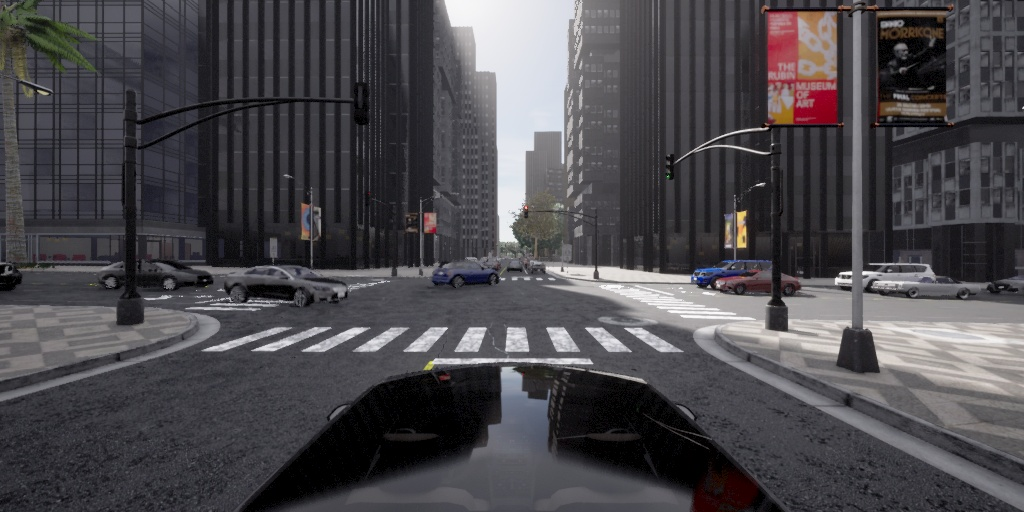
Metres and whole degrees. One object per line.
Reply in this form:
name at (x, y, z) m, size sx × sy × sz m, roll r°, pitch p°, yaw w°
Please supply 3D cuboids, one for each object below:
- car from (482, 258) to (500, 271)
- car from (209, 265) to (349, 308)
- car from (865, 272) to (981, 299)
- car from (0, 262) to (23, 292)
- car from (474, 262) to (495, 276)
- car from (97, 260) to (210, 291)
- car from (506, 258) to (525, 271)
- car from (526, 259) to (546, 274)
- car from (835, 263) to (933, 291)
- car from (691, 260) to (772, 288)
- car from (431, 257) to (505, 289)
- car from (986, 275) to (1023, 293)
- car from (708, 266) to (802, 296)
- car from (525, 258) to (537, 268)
car at (-2.789, 1.113, 49.270) m, size 2.097 × 1.767 × 4.553 m, roll 0°, pitch 0°, yaw 1°
car at (-8.858, 1.126, 14.206) m, size 4.902 × 1.511 × 2.128 m, roll 2°, pitch -2°, yaw 13°
car at (24.824, 1.841, 21.660) m, size 4.718 × 1.301 × 1.895 m, roll 1°, pitch 0°, yaw 0°
car at (-24.548, 0.554, 15.160) m, size 5.566 × 2.045 × 2.150 m, roll 1°, pitch 0°, yaw 0°
car at (-2.896, 1.358, 38.986) m, size 1.895 × 1.301 × 4.718 m, roll 0°, pitch 0°, yaw 1°
car at (-18.164, 0.956, 18.386) m, size 4.892 × 1.490 × 1.837 m, roll 1°, pitch 0°, yaw 0°
car at (0.366, 1.324, 48.354) m, size 1.994 × 1.385 × 4.181 m, roll 0°, pitch 0°, yaw 1°
car at (2.988, 1.308, 41.771) m, size 2.007 × 1.370 × 4.403 m, roll 0°, pitch 0°, yaw 1°
car at (25.887, 1.488, 24.904) m, size 5.566 × 2.045 × 2.150 m, roll 1°, pitch 0°, yaw 0°
car at (15.530, 1.294, 24.943) m, size 5.566 × 2.045 × 2.150 m, roll 1°, pitch 0°, yaw 0°
car at (-2.937, 1.092, 23.393) m, size 2.097 × 1.767 × 4.553 m, roll 1°, pitch 0°, yaw 41°
car at (35.928, 2.022, 24.853) m, size 4.181 × 1.385 × 1.994 m, roll 1°, pitch 0°, yaw 0°
car at (14.844, 1.579, 21.701) m, size 4.674 × 1.442 × 1.812 m, roll 1°, pitch 0°, yaw 0°
car at (3.044, 1.285, 47.453) m, size 1.751 × 1.417 × 4.829 m, roll 0°, pitch 0°, yaw 1°
